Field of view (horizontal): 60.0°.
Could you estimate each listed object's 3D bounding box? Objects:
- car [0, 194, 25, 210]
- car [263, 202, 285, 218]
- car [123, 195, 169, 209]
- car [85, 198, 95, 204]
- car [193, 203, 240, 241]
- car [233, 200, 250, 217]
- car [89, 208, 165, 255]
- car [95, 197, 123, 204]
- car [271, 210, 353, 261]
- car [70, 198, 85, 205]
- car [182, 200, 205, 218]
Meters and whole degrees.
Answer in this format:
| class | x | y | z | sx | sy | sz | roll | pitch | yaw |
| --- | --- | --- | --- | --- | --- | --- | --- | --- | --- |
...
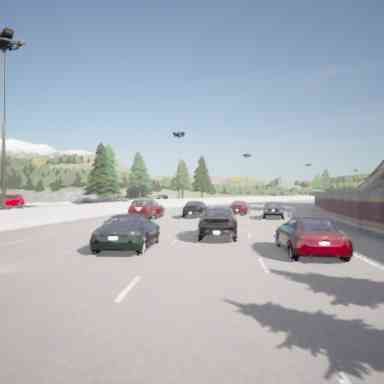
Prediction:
| class | x | y | z | sx | sy | sz | roll | pitch | yaw |
| --- | --- | --- | --- | --- | --- | --- | --- | --- | --- |
| car | -22.726 | 1.220 | 40.098 | 2.150 | 2.045 | 5.566 | 0 | 0 | 15 |
| car | 7.432 | 1.620 | 30.343 | 2.033 | 1.411 | 5.357 | 0 | 0 | 14 |
| car | -3.770 | 1.387 | 28.126 | 2.097 | 1.767 | 4.553 | 0 | 0 | 11 |
| car | -12.929 | 1.548 | 48.429 | 1.837 | 1.490 | 4.892 | 0 | -1 | 19 |
| car | 1.392 | 1.537 | 16.984 | 1.837 | 1.490 | 4.892 | 0 | 0 | 7 |
| car | 4.974 | 1.598 | 34.586 | 1.812 | 1.442 | 4.674 | 0 | 0 | 15 |
| car | -2.542 | 1.579 | 13.533 | 1.994 | 1.385 | 4.181 | 0 | 0 | 6 |
| car | -10.418 | 1.591 | 45.023 | 2.033 | 1.411 | 5.357 | 0 | 0 | 18 |
| car | 4.388 | 1.598 | 12.506 | 1.994 | 1.385 | 4.181 | 0 | 0 | 6 |
| car | -16.215 | 1.559 | 49.657 | 1.812 | 1.442 | 4.674 | 0 | 0 | 19 |
| car | 0.423 | 1.558 | 30.878 | 1.837 | 1.490 | 4.892 | 0 | 0 | 13 |
